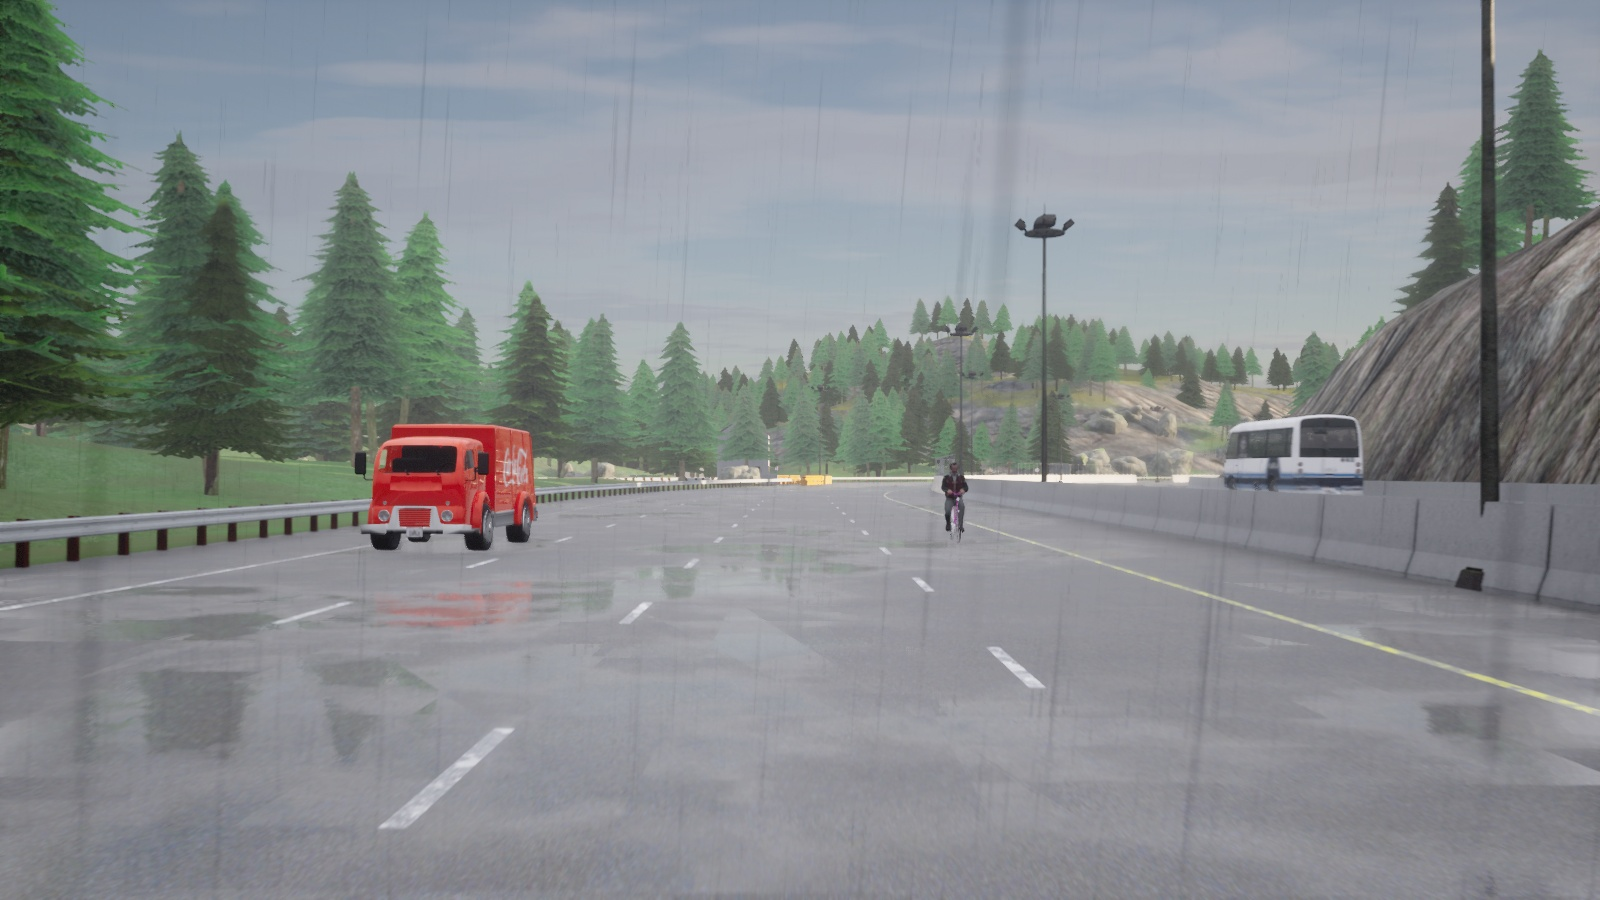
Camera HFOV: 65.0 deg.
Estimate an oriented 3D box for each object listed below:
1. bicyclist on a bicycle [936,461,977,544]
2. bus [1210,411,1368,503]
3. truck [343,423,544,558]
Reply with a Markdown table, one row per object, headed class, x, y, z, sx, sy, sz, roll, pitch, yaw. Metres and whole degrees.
| class | x | y | z | sx | sy | sz | roll | pitch | yaw |
| --- | --- | --- | --- | --- | --- | --- | --- | --- | --- |
| bicyclist on a bicycle | 3.432 | 1.134 | 27.645 | 0.659 | 1.776 | 1.843 | 0 | -1 | 0 |
| bus | 24.341 | 0.401 | 63.339 | 3.944 | 4.253 | 10.273 | 0 | -1 | 0 |
| truck | -7.064 | 0.785 | 25.612 | 2.627 | 2.467 | 5.204 | 0 | -1 | 0 |
